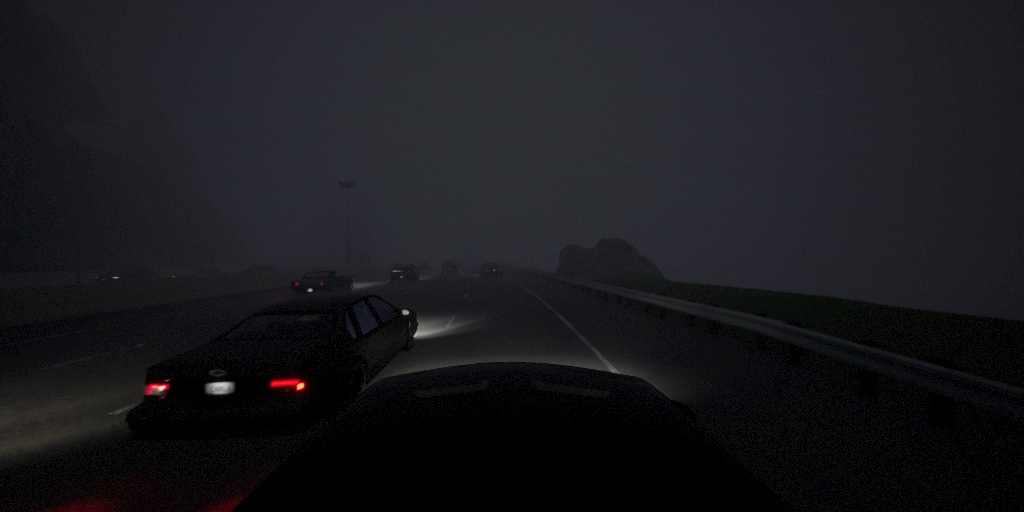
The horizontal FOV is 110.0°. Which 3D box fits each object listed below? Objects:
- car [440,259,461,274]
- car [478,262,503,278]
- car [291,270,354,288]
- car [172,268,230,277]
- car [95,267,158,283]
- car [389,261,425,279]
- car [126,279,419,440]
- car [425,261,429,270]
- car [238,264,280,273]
[{"bbox_3d":[-7.741,1.339,43.945,1.882,1.535,5.008,0,0,-13],"label":"car"},{"bbox_3d":[-2.144,1.333,35.015,2.033,1.411,5.357,-1,0,-12],"label":"car"},{"bbox_3d":[-10.876,1.497,21.020,1.895,1.301,4.718,-1,0,-7],"label":"car"},{"bbox_3d":[-26.881,1.709,31.114,1.895,1.301,4.718,-1,0,-9],"label":"car"},{"bbox_3d":[-34.083,1.736,31.929,1.837,1.490,4.892,-1,0,-10],"label":"car"},{"bbox_3d":[-8.722,1.362,29.496,2.128,1.511,4.902,-1,0,-9],"label":"car"},{"bbox_3d":[-2.985,1.337,5.998,2.033,1.411,5.357,-1,0,-3],"label":"car"},{"bbox_3d":[-14.159,1.495,56.381,2.033,1.411,5.357,-1,0,-19],"label":"car"},{"bbox_3d":[-23.757,1.580,33.827,1.882,1.535,5.008,-1,0,-10],"label":"car"}]
